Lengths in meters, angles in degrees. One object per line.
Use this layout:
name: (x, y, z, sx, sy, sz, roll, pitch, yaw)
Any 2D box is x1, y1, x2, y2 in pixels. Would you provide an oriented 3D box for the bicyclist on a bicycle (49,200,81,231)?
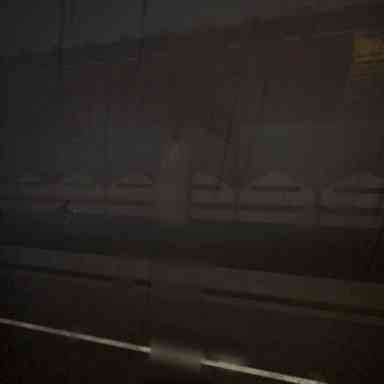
bicyclist on a bicycle: (-6.824, 1.270, 17.937, 1.656, 1.620, 0.582, 1, 0, -26)
